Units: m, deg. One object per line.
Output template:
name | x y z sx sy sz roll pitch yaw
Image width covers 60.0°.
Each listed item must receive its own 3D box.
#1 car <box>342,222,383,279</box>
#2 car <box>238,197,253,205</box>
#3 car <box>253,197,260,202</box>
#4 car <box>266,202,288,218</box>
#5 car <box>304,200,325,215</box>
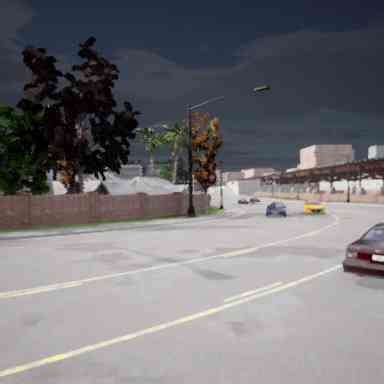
car | 5.989 1.542 9.341 2.033 1.411 5.357 -1 0 44
car | 11.286 2.124 73.310 2.033 1.411 5.357 -1 -1 -1
car | 14.679 1.866 77.843 1.882 1.535 5.008 -1 -1 -1
car | 8.521 1.716 33.036 1.812 1.442 4.674 -1 -1 20
car | 13.012 1.639 35.517 1.882 1.535 5.008 -1 -1 15
